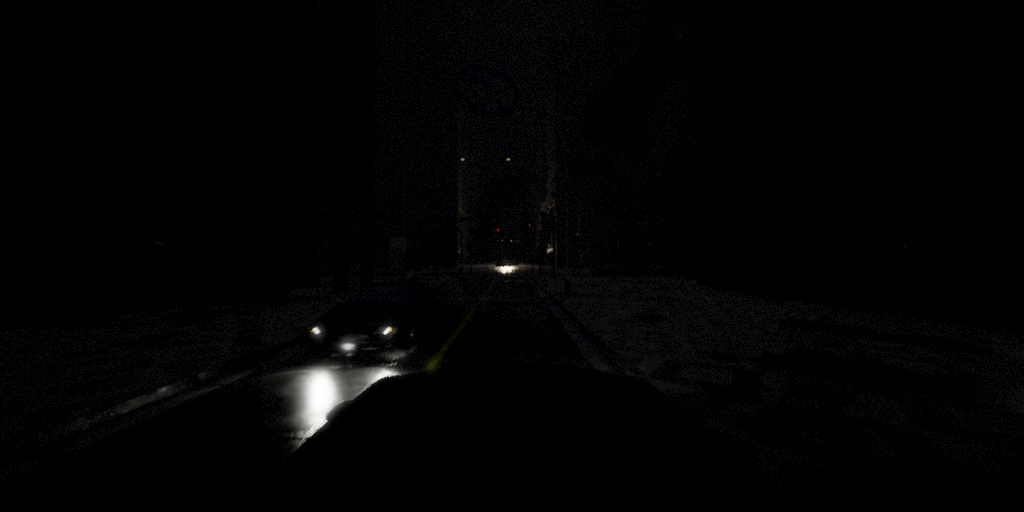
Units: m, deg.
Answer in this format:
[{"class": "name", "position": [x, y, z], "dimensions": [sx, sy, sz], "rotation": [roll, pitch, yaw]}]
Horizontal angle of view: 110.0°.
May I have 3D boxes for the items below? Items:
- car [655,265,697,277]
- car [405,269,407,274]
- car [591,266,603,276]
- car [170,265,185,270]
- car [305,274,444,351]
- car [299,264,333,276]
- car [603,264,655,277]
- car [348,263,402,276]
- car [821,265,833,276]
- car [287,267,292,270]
[{"class": "car", "position": [17.997, 1.667, 38.009], "dimensions": [4.313, 1.339, 1.948], "rotation": [0, 0, 0]}, {"class": "car", "position": [-14.416, 1.538, 40.682], "dimensions": [4.892, 1.490, 1.837], "rotation": [2, -1, 0]}, {"class": "car", "position": [12.328, 1.729, 46.513], "dimensions": [4.097, 1.591, 1.967], "rotation": [0, 0, 0]}, {"class": "car", "position": [-41.758, 1.741, 46.333], "dimensions": [4.207, 1.307, 1.802], "rotation": [0, 0, 0]}, {"class": "car", "position": [-3.100, 1.371, 9.470], "dimensions": [2.033, 1.411, 5.357], "rotation": [0, -1, 0]}, {"class": "car", "position": [-20.062, 1.531, 37.883], "dimensions": [4.507, 1.381, 1.888], "rotation": [0, 0, 0]}, {"class": "car", "position": [12.327, 1.631, 37.990], "dimensions": [4.403, 1.370, 2.007], "rotation": [0, 0, 0]}, {"class": "car", "position": [-14.592, 1.524, 37.901], "dimensions": [4.829, 1.417, 1.751], "rotation": [0, 0, 0]}, {"class": "car", "position": [40.670, 1.871, 46.606], "dimensions": [4.097, 1.591, 1.967], "rotation": [0, 0, 0]}, {"class": "car", "position": [-30.960, 1.719, 46.369], "dimensions": [4.507, 1.381, 1.888], "rotation": [0, 0, 0]}]
